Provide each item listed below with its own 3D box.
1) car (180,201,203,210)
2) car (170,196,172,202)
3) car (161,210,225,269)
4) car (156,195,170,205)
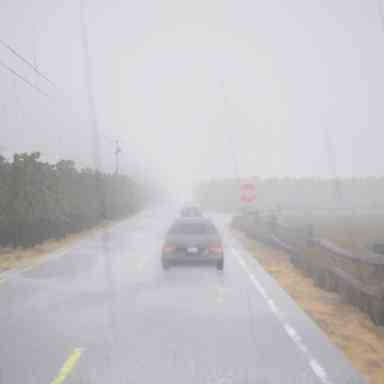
[{"bbox_3d":[-0.074,1.528,28.526,1.812,1.442,4.674,0,0,-1],"label":"car"},{"bbox_3d":[-5.716,1.362,74.968,2.097,1.767,4.553,0,0,0],"label":"car"},{"bbox_3d":[0.041,1.549,11.120,2.033,1.411,5.357,0,0,1],"label":"car"},{"bbox_3d":[-5.445,1.553,59.586,2.033,1.411,5.357,0,0,-3],"label":"car"}]
